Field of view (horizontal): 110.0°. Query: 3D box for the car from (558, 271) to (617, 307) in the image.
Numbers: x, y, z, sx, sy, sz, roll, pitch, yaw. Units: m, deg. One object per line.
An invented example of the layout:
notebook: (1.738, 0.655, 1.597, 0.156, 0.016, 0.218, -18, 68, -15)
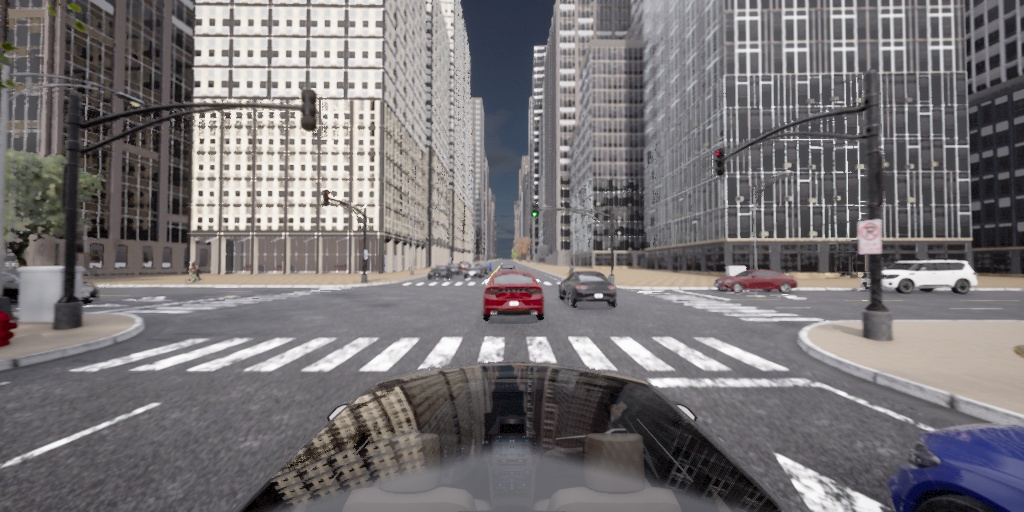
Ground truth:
car: (3.225, 1.385, 15.831, 1.812, 1.442, 4.674, 0, -1, -1)

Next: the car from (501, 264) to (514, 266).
car: (-0.439, 1.547, 35.752, 2.128, 1.511, 4.902, 0, -1, -1)

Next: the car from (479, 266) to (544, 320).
car: (0.019, 1.267, 12.798, 1.882, 1.535, 5.008, 0, -1, -1)

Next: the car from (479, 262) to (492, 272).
car: (-4.172, 1.721, 57.656, 1.882, 1.535, 5.008, 0, 0, -1)

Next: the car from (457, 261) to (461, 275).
car: (-7.254, 1.625, 44.908, 2.128, 1.511, 4.902, 0, 0, -1)

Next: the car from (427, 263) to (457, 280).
car: (-7.132, 1.621, 36.090, 1.994, 1.385, 4.181, 0, 0, 0)

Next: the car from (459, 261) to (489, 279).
car: (-3.899, 1.562, 37.509, 2.128, 1.511, 4.902, 0, 0, 0)

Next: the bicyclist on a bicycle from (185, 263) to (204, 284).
bicyclist on a bicycle: (-25.167, 1.401, 28.472, 0.582, 1.620, 1.656, 0, -1, 2)

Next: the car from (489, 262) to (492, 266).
car: (-4.029, 1.659, 47.180, 1.837, 1.490, 4.892, 0, 0, 0)

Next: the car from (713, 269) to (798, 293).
car: (15.283, 1.567, 22.624, 4.674, 1.442, 1.812, 0, -1, 2)

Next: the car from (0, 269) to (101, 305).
car: (-19.289, 1.262, 14.181, 4.902, 1.511, 2.128, 0, -1, 2)

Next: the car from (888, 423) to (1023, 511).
car: (3.350, 1.263, 0.320, 1.812, 1.442, 4.674, 0, -1, 0)

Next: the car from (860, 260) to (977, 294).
car: (25.241, 1.273, 22.362, 5.566, 2.045, 2.150, 0, -1, 1)
